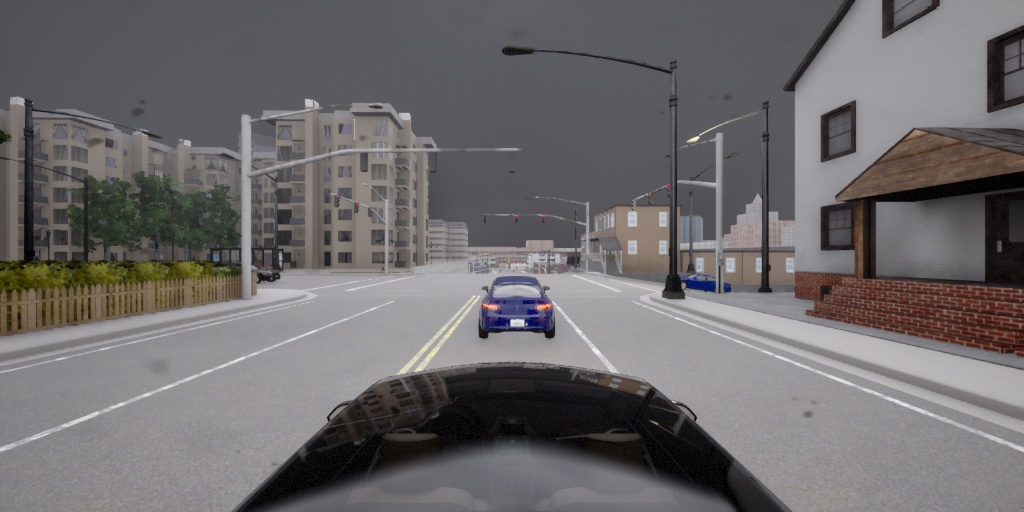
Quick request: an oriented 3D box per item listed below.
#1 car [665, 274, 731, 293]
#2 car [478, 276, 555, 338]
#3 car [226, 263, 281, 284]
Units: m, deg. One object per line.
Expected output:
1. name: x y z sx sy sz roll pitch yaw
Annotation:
1. car: 15.379 2.209 29.696 5.008 1.535 1.882 9 0 1
2. car: 0.110 1.276 10.013 1.812 1.442 4.674 0 0 0
3. car: -19.814 1.255 26.510 4.892 1.490 1.837 0 0 1
